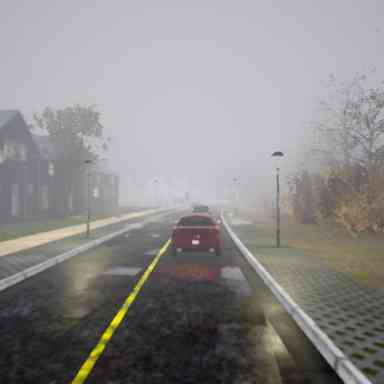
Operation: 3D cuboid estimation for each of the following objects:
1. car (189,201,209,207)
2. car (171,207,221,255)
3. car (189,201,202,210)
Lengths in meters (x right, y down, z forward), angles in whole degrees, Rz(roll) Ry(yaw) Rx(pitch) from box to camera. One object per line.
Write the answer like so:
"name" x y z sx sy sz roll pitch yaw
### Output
"car" 0.813 1.846 28.393 1.837 1.490 4.892 0 0 4
"car" 0.220 1.643 14.191 1.882 1.535 5.008 0 0 2
"car" 0.659 2.356 58.977 1.994 1.385 4.181 0 -1 7
